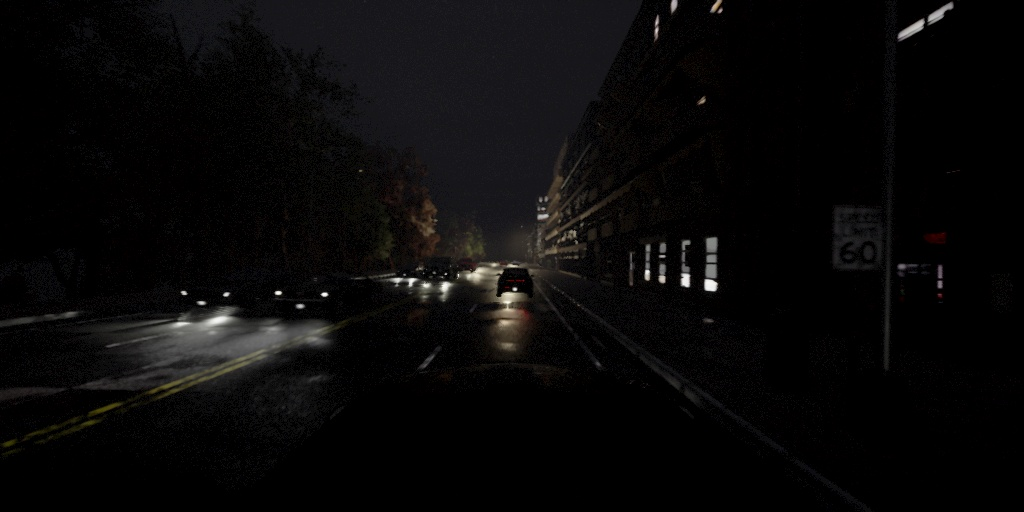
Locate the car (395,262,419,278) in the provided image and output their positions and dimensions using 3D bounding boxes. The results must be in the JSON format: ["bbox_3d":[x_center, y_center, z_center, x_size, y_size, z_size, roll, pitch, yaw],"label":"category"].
[{"bbox_3d":[-9.420,1.288,34.295,2.033,1.411,5.357,2,0,1],"label":"car"}]

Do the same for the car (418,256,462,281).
[{"bbox_3d":[-6.212,1.034,31.740,2.150,2.045,5.566,2,-1,1],"label":"car"}]

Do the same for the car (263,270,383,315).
[{"bbox_3d":[-6.487,1.259,13.228,1.895,1.301,4.718,2,0,1],"label":"car"}]

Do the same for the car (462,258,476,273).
[{"bbox_3d":[-6.009,1.254,47.528,2.150,2.045,5.566,2,0,1],"label":"car"}]

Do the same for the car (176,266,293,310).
[{"bbox_3d":[-9.728,1.119,13.937,2.033,1.411,5.357,2,0,1],"label":"car"}]

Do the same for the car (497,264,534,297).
[{"bbox_3d":[0.189,1.411,20.183,1.837,1.490,4.892,2,0,1],"label":"car"}]
